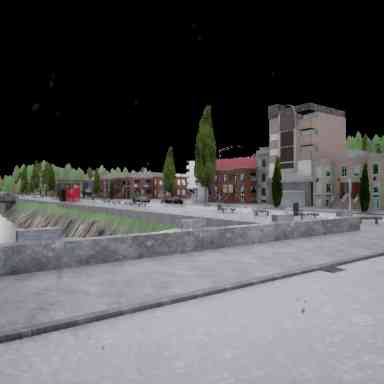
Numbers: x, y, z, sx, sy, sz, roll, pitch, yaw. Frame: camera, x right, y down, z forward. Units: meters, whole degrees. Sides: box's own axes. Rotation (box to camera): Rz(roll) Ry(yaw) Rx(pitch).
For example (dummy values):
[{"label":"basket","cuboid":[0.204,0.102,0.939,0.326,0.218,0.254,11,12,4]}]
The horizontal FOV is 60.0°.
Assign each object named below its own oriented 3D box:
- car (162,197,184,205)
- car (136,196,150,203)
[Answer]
[{"label":"car","cuboid":[-3.452,1.601,59.201,1.895,1.301,4.718,0,0,-35]},{"label":"car","cuboid":[-10.357,1.561,68.882,1.994,1.385,4.181,0,0,-35]}]
